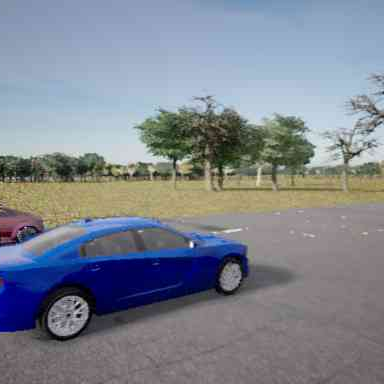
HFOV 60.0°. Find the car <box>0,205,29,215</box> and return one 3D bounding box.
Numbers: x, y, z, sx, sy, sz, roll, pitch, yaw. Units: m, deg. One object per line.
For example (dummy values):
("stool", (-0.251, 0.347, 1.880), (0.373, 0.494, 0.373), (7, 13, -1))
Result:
("car", (-6.919, 1.068, 10.514), (4.181, 1.385, 1.994), (-1, 3, -37))

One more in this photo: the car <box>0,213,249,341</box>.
("car", (-1.091, 1.206, 6.130), (5.008, 1.535, 1.882), (-1, 3, -37))
